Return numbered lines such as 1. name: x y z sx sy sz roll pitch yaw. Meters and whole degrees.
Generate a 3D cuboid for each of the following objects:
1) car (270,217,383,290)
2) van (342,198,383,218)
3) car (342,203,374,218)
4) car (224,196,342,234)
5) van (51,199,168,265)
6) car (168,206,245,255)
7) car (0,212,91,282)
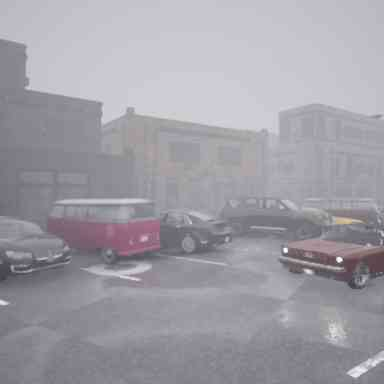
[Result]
1. car: 4.524 1.560 9.044 4.718 1.301 1.895 0 0 -35
2. van: 8.923 1.356 19.766 4.442 1.987 1.878 0 -2 35
3. car: 6.577 1.527 18.028 5.366 1.575 1.946 -1 -2 35
4. car: 4.051 1.232 16.428 5.566 2.045 2.435 -1 -1 35
5. van: -3.241 1.215 11.417 4.442 1.987 1.878 -1 0 35
6. car: -0.755 1.434 13.037 4.892 1.521 2.231 -1 0 35
7. car: -5.528 1.466 9.662 4.892 1.521 2.231 -1 0 35
